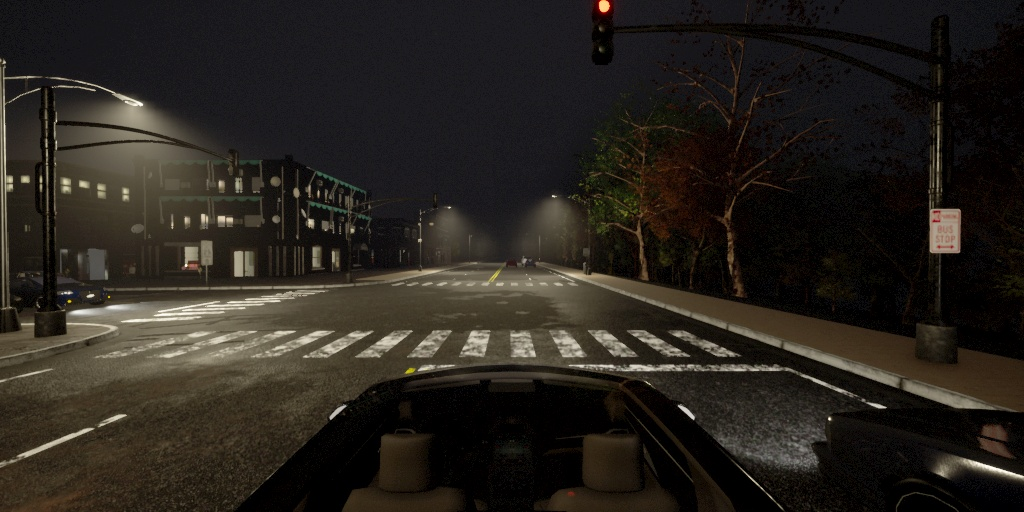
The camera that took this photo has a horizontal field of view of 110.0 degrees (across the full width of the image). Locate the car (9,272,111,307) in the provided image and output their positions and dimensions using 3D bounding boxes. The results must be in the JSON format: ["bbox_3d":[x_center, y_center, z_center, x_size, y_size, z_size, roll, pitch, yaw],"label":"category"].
[{"bbox_3d":[-19.866,1.534,15.202,4.181,1.385,1.994,-1,1,0],"label":"car"}]

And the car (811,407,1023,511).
[{"bbox_3d":[3.354,1.298,0.392,2.033,1.411,5.357,0,0,0],"label":"car"}]

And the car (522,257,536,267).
[{"bbox_3d":[3.202,1.274,63.173,2.033,1.411,5.357,0,0,0],"label":"car"}]

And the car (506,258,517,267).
[{"bbox_3d":[-0.051,1.204,63.140,1.882,1.535,5.008,0,0,0],"label":"car"}]

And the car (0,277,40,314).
[{"bbox_3d":[-19.973,1.565,12.496,4.313,1.339,1.948,0,0,0],"label":"car"}]
